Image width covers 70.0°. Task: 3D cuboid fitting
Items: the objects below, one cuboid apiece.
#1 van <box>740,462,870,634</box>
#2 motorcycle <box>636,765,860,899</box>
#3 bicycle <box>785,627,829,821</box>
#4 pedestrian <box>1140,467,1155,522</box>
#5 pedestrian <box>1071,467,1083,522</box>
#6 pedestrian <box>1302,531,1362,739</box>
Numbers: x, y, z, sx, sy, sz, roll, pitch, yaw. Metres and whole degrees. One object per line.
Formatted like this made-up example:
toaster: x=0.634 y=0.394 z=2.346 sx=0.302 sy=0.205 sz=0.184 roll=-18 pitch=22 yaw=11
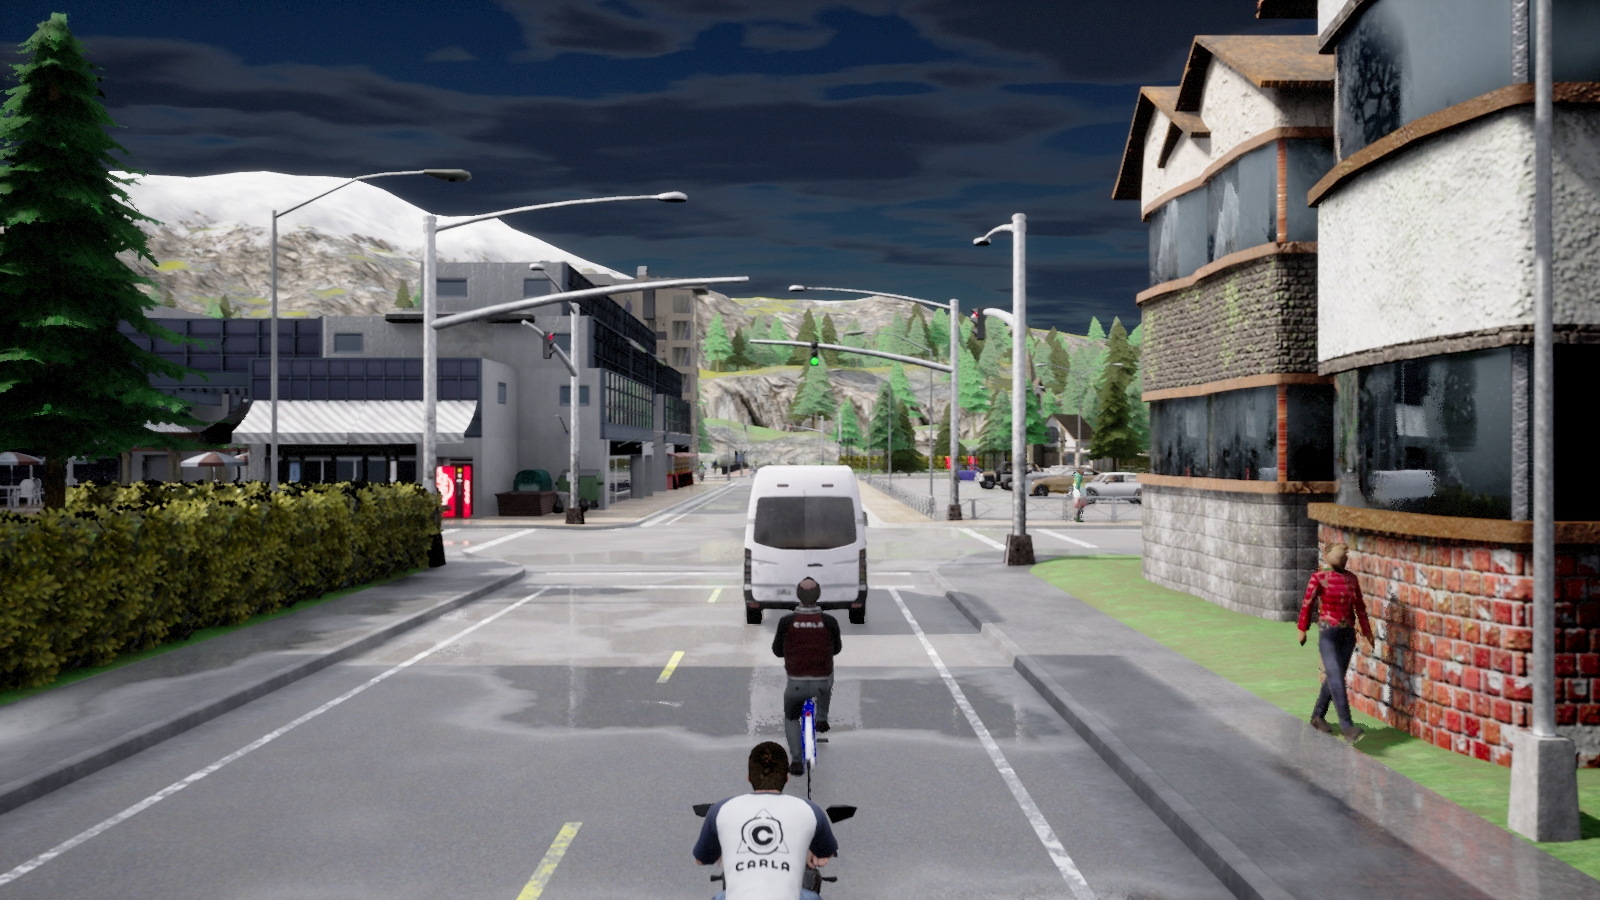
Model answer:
van: x=0.113 y=1.528 z=20.446 sx=1.988 sy=2.561 sz=5.915 roll=0 pitch=0 yaw=1
motorcycle: x=-0.161 y=2.196 z=4.902 sx=0.803 sy=1.145 sz=2.033 roll=0 pitch=-1 yaw=2
bicycle: x=0.053 y=2.197 z=9.493 sx=0.329 sy=1.171 sz=1.835 roll=0 pitch=0 yaw=0
pedestrian: x=11.950 y=1.524 z=39.309 sx=0.375 sy=1.860 sz=0.375 roll=0 pitch=0 yaw=-4
pedestrian: x=9.501 y=1.525 z=39.185 sx=0.375 sy=1.860 sz=0.375 roll=0 pitch=0 yaw=5
pedestrian: x=4.895 y=1.685 z=10.520 sx=0.375 sy=1.860 sz=0.375 roll=0 pitch=0 yaw=0
